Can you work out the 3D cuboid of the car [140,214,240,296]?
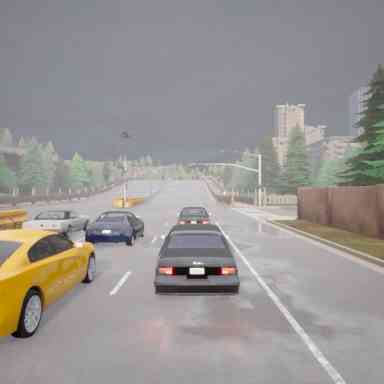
[{"bbox_3d":[0.092,1.547,8.827,2.033,1.411,5.357,0,0,0],"label":"car"}]

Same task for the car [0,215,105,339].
[{"bbox_3d":[-3.406,1.478,6.617,1.882,1.535,5.008,0,0,0],"label":"car"}]

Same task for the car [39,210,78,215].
[{"bbox_3d":[-6.916,1.601,17.603,1.895,1.301,4.718,0,0,0],"label":"car"}]

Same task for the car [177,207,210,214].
[{"bbox_3d":[0.105,1.547,18.893,2.033,1.411,5.357,0,0,1],"label":"car"}]

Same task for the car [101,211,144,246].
[{"bbox_3d":[-3.420,1.564,15.374,1.994,1.385,4.181,0,0,0],"label":"car"}]
